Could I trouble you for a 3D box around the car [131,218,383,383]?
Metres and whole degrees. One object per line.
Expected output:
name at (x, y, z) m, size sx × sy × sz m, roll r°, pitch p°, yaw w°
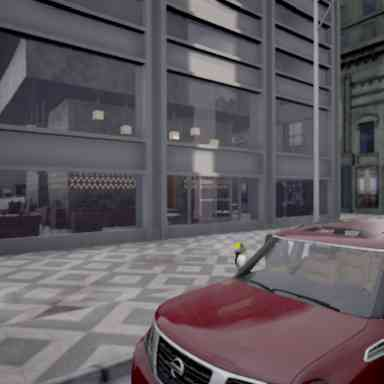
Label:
car at (1.846, 1.314, 3.914) m, size 5.009 × 1.841 × 2.192 m, roll 0°, pitch 0°, yaw -36°
